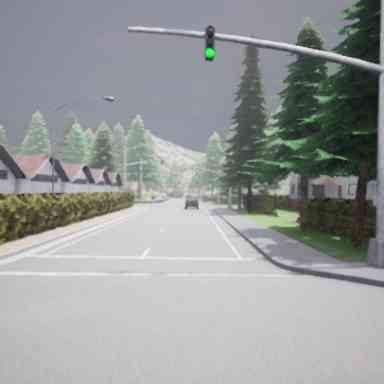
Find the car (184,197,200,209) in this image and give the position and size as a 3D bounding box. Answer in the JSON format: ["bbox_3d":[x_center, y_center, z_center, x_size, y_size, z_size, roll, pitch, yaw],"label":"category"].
[{"bbox_3d":[-0.011,1.518,45.855,1.837,1.490,4.892,1,0,0],"label":"car"}]
